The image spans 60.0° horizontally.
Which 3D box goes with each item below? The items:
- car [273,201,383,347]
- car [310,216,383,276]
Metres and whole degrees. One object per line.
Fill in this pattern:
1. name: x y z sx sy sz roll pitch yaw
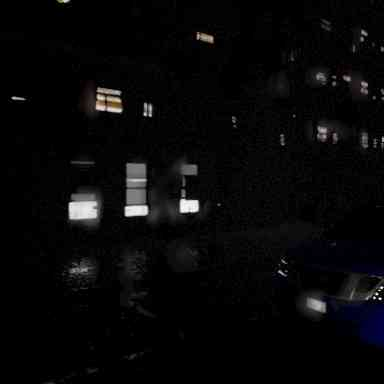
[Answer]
1. car: 3.966 1.201 6.151 5.566 2.045 2.150 0 0 -35
2. car: 5.861 1.545 10.689 4.206 1.307 1.802 0 -1 -35
